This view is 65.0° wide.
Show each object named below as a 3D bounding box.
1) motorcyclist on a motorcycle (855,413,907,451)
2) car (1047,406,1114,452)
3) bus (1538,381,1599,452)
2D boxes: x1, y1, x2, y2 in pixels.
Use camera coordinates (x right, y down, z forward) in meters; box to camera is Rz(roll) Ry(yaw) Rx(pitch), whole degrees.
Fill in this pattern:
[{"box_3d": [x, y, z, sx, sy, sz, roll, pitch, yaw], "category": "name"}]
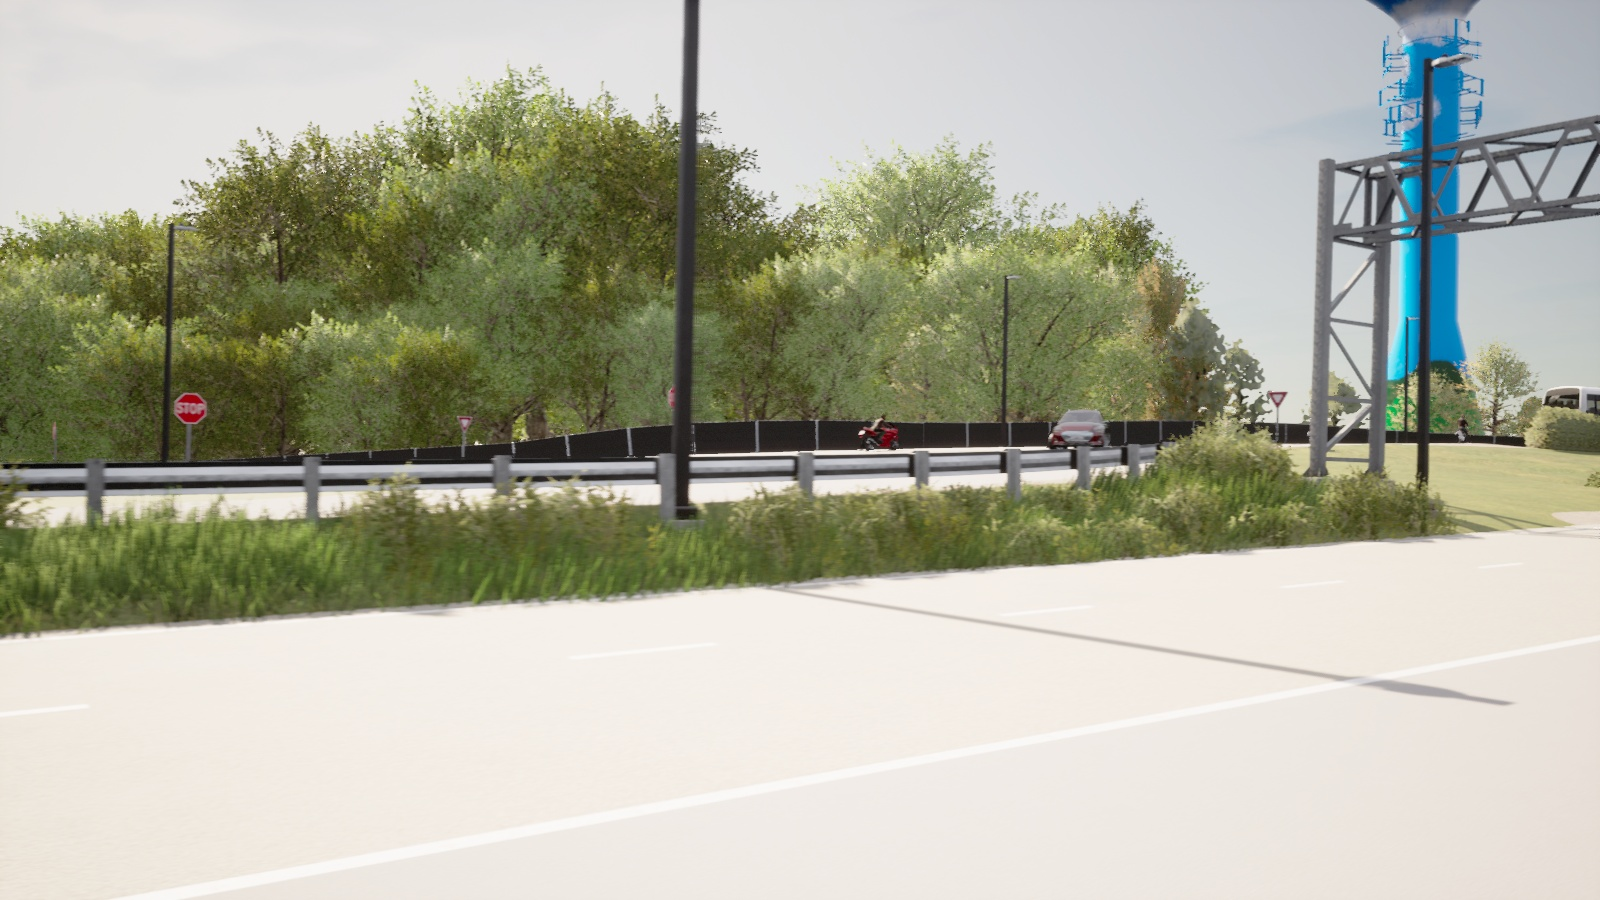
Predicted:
[{"box_3d": [3.319, -0.722, 51.305, 2.044, 1.523, 0.797, -1, 1, -33], "category": "motorcyclist on a motorcycle"}, {"box_3d": [10.721, -0.800, 47.738, 2.033, 1.649, 4.856, 0, 1, 18], "category": "car"}, {"box_3d": [54.446, -2.007, 82.666, 10.273, 4.253, 3.944, 2, -2, -15], "category": "bus"}]
